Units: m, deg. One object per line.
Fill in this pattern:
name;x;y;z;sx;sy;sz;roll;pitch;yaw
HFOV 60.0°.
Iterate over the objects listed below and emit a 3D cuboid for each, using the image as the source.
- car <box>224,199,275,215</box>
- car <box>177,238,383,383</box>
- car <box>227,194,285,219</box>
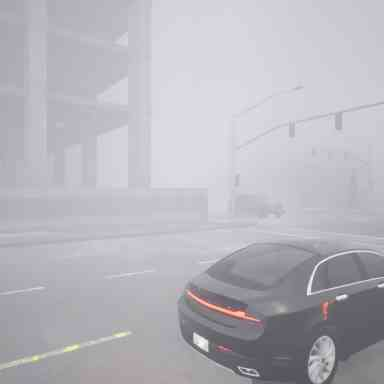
car;5.965;1.547;35.086;2.033;1.411;5.357;0;0;-36
car;2.088;1.505;5.280;4.892;1.490;1.837;0;0;-35
car;5.602;1.221;29.621;2.150;2.045;5.566;0;0;-36
